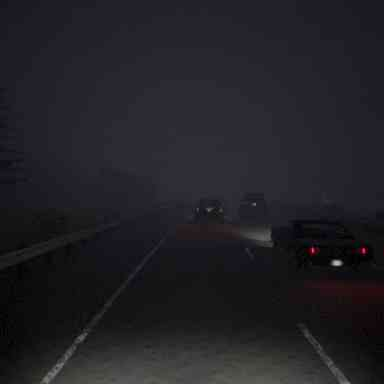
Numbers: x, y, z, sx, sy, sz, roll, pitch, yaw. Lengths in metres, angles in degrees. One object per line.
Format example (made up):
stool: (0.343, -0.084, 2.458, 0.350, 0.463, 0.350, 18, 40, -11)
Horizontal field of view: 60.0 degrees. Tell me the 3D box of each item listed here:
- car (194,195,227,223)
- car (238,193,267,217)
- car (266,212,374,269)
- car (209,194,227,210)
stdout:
car: (1.342, 1.251, 24.535, 2.097, 1.767, 4.553, 0, 0, 5)
car: (5.353, 1.103, 29.610, 2.150, 2.045, 5.566, 0, 0, 6)
car: (3.901, 1.558, 10.937, 1.895, 1.301, 4.718, 0, 0, 2)
car: (3.247, 1.184, 40.872, 2.097, 1.767, 4.553, 0, 0, 7)
